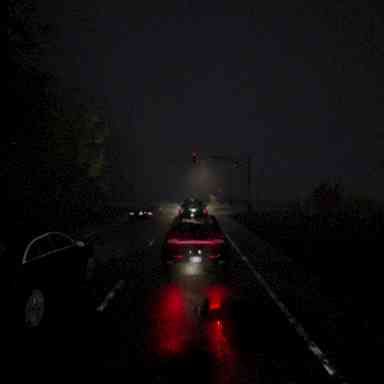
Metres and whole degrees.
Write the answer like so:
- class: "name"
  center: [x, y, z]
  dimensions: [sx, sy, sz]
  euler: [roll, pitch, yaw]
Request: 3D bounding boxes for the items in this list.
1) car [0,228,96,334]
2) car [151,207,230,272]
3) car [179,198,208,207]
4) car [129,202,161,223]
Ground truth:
- class: "car"
  center: [-3.404, 1.471, 6.698]
  dimensions: [2.128, 1.511, 4.902]
  euler: [0, 0, 0]
- class: "car"
  center: [0.098, 1.459, 10.690]
  dimensions: [2.128, 1.511, 4.902]
  euler: [0, 0, 0]
- class: "car"
  center: [0.100, 1.280, 24.307]
  dimensions: [2.097, 1.767, 4.553]
  euler: [0, 0, 0]
- class: "car"
  center: [-3.400, 1.474, 24.616]
  dimensions: [2.033, 1.411, 5.357]
  euler: [0, 0, 0]
